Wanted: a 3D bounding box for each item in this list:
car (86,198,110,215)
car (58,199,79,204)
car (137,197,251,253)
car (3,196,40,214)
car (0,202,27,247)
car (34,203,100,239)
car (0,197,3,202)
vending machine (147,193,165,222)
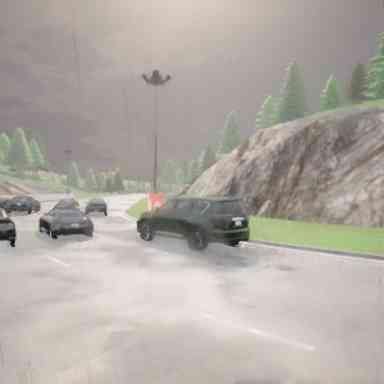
[{"bbox_3d":[-9.016,1.387,31.751,1.837,1.490,4.892,0,0,-13],"label":"car"},{"bbox_3d":[-13.271,1.399,35.604,1.994,1.385,4.181,1,0,-10],"label":"car"},{"bbox_3d":[-0.101,1.209,14.084,2.150,2.045,5.566,0,0,-42],"label":"car"},{"bbox_3d":[-16.190,1.162,32.298,2.097,1.767,4.553,1,0,-12],"label":"car"},{"bbox_3d":[-8.609,1.395,13.879,2.128,1.511,4.902,0,0,-36],"label":"car"},{"bbox_3d":[-6.513,1.485,17.045,1.994,1.385,4.181,0,0,-34],"label":"car"},{"bbox_3d":[-20.532,1.254,36.001,2.128,1.511,4.902,1,0,-8],"label":"car"},{"bbox_3d":[-2.726,1.146,24.970,1.100,2.100,0.880,1,0,-26],"label":"vending machine"}]
